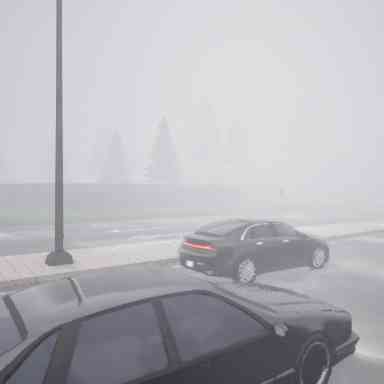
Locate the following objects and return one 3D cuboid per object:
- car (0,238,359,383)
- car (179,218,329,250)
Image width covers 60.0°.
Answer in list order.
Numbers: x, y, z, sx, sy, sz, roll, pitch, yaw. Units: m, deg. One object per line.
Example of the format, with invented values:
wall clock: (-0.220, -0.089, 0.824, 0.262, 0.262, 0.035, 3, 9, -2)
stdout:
car: (-0.517, 1.547, 3.381, 5.357, 1.411, 2.033, 0, 0, -35)
car: (1.911, 1.502, 9.409, 4.892, 1.490, 1.837, 1, 0, -35)
